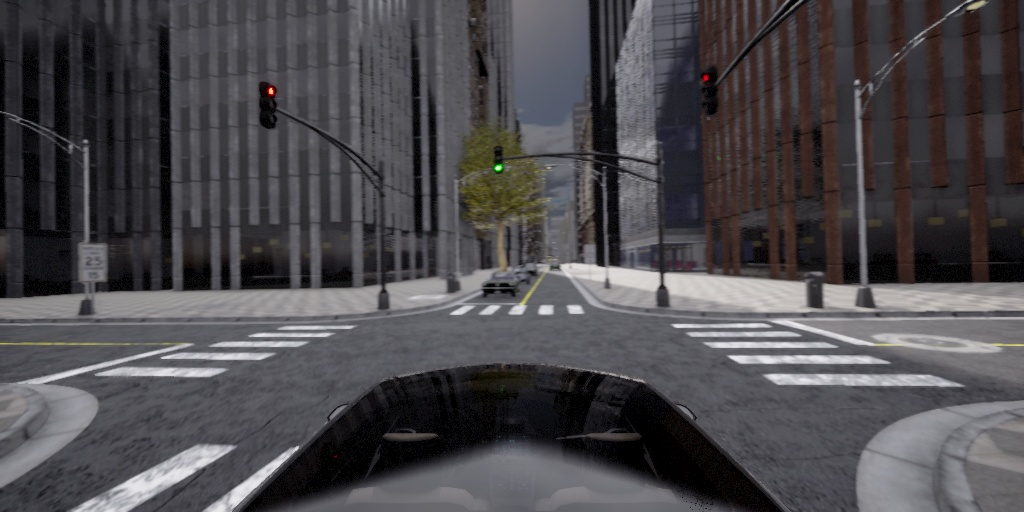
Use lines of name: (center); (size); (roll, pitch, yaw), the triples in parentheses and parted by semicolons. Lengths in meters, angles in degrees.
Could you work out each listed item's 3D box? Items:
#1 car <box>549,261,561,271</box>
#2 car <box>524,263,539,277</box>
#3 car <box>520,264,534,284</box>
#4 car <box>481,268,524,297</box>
car: (7.721, 1.754, 64.150); (2.097, 1.767, 4.553); (-1, -1, 7)
car: (2.122, 1.614, 43.941); (2.097, 1.767, 4.553); (-1, -1, 7)
car: (0.584, 1.691, 31.068); (1.994, 1.385, 4.181); (-1, -1, 6)
car: (-0.550, 1.623, 21.194); (1.895, 1.301, 4.718); (-1, -1, 6)
